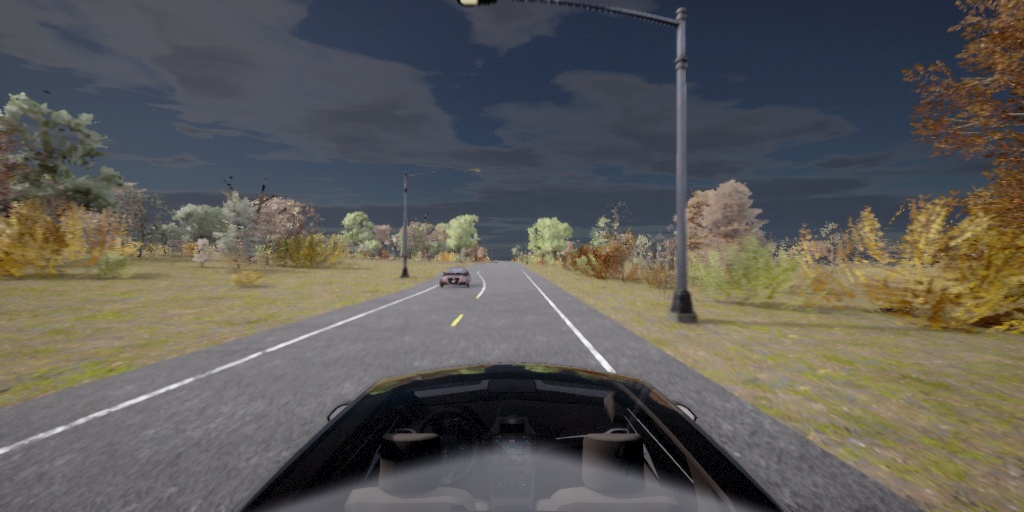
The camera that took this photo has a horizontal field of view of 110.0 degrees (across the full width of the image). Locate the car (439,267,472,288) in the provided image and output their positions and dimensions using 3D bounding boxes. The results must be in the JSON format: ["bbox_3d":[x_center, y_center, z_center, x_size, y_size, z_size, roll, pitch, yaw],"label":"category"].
[{"bbox_3d":[-3.913,1.476,25.398,1.994,1.385,4.181,0,0,-3],"label":"car"}]
